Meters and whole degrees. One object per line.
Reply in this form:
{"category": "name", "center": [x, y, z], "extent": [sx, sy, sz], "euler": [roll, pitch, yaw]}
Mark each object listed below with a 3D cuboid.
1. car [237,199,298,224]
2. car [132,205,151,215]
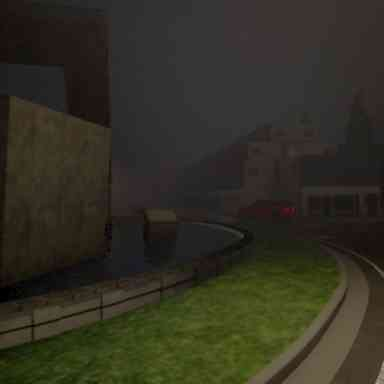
{"category": "car", "center": [6.638, 1.666, 29.803], "extent": [2.150, 2.045, 5.566], "euler": [1, -2, -44]}
{"category": "car", "center": [-7.054, 2.462, 46.337], "extent": [1.895, 1.301, 4.718], "euler": [0, -1, -20]}
